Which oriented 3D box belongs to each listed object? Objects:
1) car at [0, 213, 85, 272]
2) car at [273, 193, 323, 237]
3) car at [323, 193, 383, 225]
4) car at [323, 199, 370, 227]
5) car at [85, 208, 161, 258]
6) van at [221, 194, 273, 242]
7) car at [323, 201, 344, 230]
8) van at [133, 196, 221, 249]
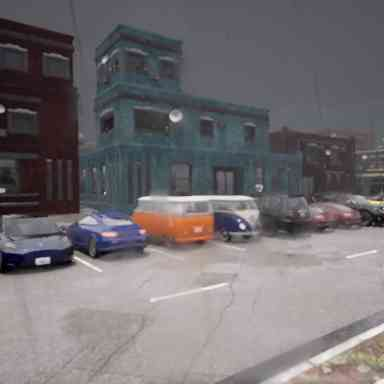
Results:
[{"bbox_3d":[-5.462,1.482,11.050,2.163,1.488,4.792,-1,0,-35],"label":"car"},{"bbox_3d":[3.564,1.132,17.536,2.435,2.045,5.566,0,0,-35],"label":"car"},{"bbox_3d":[10.291,1.091,22.247,2.435,2.045,5.566,0,0,-35],"label":"car"},{"bbox_3d":[8.061,1.395,20.694,2.002,1.452,4.674,0,0,-35],"label":"car"},{"bbox_3d":[-3.314,1.475,12.610,2.002,1.452,4.674,0,0,-35],"label":"car"},{"bbox_3d":[1.382,1.172,15.807,1.878,1.987,4.442,0,0,-35],"label":"van"},{"bbox_3d":[5.848,1.408,19.122,2.002,1.452,4.674,0,0,-35],"label":"car"},{"bbox_3d":[-1.017,1.190,14.389,1.878,1.987,4.442,0,0,-35],"label":"van"}]
